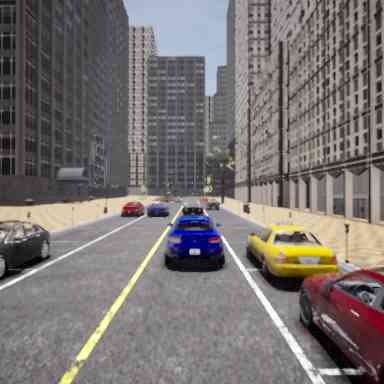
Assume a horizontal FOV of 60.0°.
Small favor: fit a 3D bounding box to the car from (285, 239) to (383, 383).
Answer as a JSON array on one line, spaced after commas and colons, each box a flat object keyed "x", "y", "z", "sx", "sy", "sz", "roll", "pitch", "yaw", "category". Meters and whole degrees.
[{"x": 2.697, "y": 1.590, "z": 4.164, "sx": 1.802, "sy": 1.307, "sz": 4.206, "roll": 1, "pitch": 0, "yaw": 0, "category": "car"}]

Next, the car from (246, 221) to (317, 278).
[{"x": 2.699, "y": 1.543, "z": 9.975, "sx": 1.752, "sy": 1.417, "sz": 4.829, "roll": 1, "pitch": 0, "yaw": 0, "category": "car"}]

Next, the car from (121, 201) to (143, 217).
[{"x": -5.681, "y": 1.597, "z": 32.358, "sx": 1.887, "sy": 1.381, "sz": 4.507, "roll": 1, "pitch": 0, "yaw": 0, "category": "car"}]

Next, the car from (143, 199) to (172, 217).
[{"x": -3.100, "y": 1.651, "z": 31.388, "sx": 1.895, "sy": 1.301, "sz": 4.718, "roll": 0, "pitch": 0, "yaw": 0, "category": "car"}]

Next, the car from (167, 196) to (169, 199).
[{"x": -5.680, "y": 1.635, "z": 60.572, "sx": 1.887, "sy": 1.381, "sz": 4.507, "roll": 1, "pitch": 0, "yaw": 0, "category": "car"}]

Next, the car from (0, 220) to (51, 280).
[{"x": -5.683, "y": 1.568, "z": 9.787, "sx": 2.008, "sy": 1.369, "sz": 4.403, "roll": 1, "pitch": 0, "yaw": 0, "category": "car"}]

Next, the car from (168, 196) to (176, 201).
[{"x": -5.679, "y": 1.711, "z": 94.428, "sx": 1.802, "sy": 1.307, "sz": 4.206, "roll": 1, "pitch": 0, "yaw": 0, "category": "car"}]

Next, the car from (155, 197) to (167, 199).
[{"x": -5.680, "y": 1.608, "z": 54.759, "sx": 1.752, "sy": 1.417, "sz": 4.829, "roll": 1, "pitch": 0, "yaw": 0, "category": "car"}]

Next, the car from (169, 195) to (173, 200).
[{"x": -5.680, "y": 1.670, "z": 71.857, "sx": 1.947, "sy": 1.339, "sz": 4.313, "roll": 1, "pitch": 0, "yaw": 0, "category": "car"}]

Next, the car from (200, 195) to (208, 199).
[{"x": 3.003, "y": 1.464, "z": 79.088, "sx": 2.097, "sy": 1.767, "sz": 4.553, "roll": 0, "pitch": 0, "yaw": 0, "category": "car"}]

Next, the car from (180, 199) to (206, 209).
[{"x": 0.098, "y": 1.652, "z": 31.975, "sx": 1.895, "sy": 1.301, "sz": 4.718, "roll": 0, "pitch": 0, "yaw": 0, "category": "car"}]

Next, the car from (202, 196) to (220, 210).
[{"x": 2.700, "y": 1.618, "z": 43.654, "sx": 2.008, "sy": 1.369, "sz": 4.403, "roll": 1, "pitch": 0, "yaw": 0, "category": "car"}]

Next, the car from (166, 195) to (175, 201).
[{"x": -5.678, "y": 1.563, "z": 88.786, "sx": 1.967, "sy": 1.590, "sz": 4.097, "roll": 1, "pitch": 0, "yaw": 0, "category": "car"}]

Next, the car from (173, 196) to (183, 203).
[{"x": -2.997, "y": 1.688, "z": 72.582, "sx": 1.895, "sy": 1.301, "sz": 4.718, "roll": 0, "pitch": 0, "yaw": 0, "category": "car"}]

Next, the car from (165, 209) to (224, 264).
[{"x": 0.089, "y": 1.546, "z": 11.829, "sx": 1.812, "sy": 1.442, "sz": 4.674, "roll": 0, "pitch": 0, "yaw": 0, "category": "car"}]
